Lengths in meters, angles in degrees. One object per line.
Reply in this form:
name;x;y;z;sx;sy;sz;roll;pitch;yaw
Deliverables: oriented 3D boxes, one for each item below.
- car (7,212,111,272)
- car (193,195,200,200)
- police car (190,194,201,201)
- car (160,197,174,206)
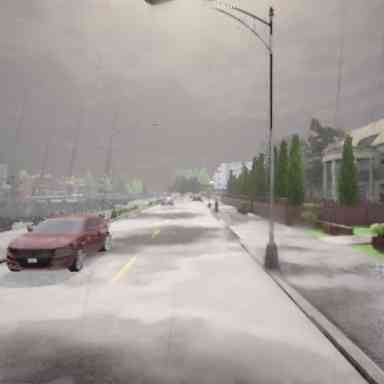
car;-4.099;1.483;11.024;1.882;1.535;5.008;0;0;0
car;1.212;1.515;92.155;1.882;1.535;5.008;0;0;0
police car;1.211;1.459;82.265;1.930;1.638;5.238;0;0;0
car;-4.045;1.514;54.677;2.128;1.511;4.902;0;0;0
